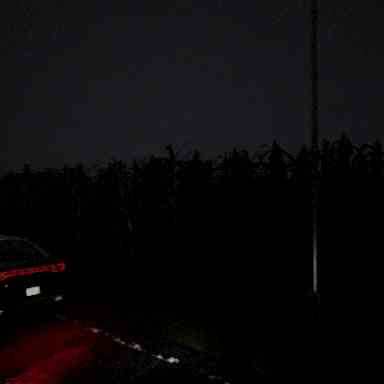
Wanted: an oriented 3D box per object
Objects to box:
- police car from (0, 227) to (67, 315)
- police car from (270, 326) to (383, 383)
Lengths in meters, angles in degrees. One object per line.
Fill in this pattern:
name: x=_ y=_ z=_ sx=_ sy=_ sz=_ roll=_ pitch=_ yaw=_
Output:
police car: x=-4.974 y=1.652 z=7.695 sx=5.238 sy=1.638 sz=1.930 roll=-1 pitch=-2 yaw=37
police car: x=2.975 y=1.516 z=1.631 sx=5.238 sy=1.638 sz=1.930 roll=-1 pitch=-2 yaw=37
